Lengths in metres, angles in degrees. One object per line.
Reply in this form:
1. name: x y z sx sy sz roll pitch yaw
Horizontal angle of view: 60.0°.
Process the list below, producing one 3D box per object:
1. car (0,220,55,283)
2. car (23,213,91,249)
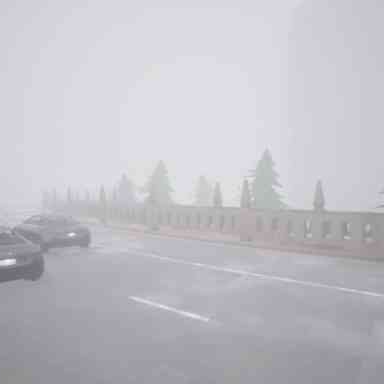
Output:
1. car: -5.720 1.580 8.959 4.181 1.385 1.994 0 0 41
2. car: -6.040 1.594 14.074 4.181 1.385 1.994 0 0 44
